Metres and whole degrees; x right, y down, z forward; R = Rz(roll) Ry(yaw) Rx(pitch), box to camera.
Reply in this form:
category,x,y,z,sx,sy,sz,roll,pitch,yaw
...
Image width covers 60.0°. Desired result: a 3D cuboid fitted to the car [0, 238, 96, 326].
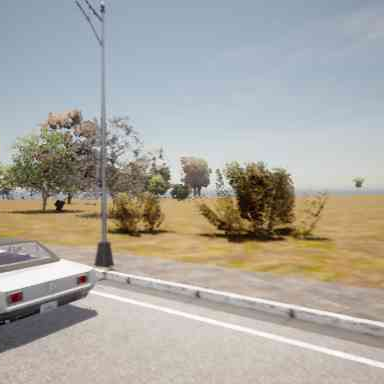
category,x,y,z,sx,sy,sz,roll,pitch,yaw
car,-4.214,1.594,6.647,4.718,1.301,1.895,0,0,33
